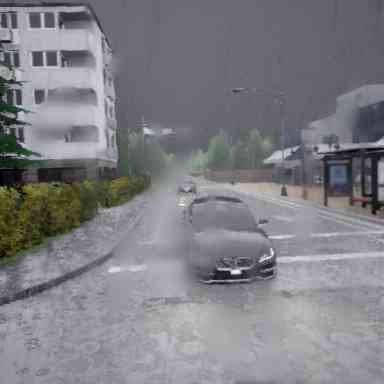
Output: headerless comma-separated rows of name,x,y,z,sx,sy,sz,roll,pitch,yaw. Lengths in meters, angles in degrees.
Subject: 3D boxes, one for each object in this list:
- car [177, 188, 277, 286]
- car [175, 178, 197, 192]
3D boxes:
car,0.669,0.951,8.427,1.837,1.490,4.892,-2,6,-3
car,-0.611,-0.599,33.456,2.128,1.511,4.902,-2,4,-3
